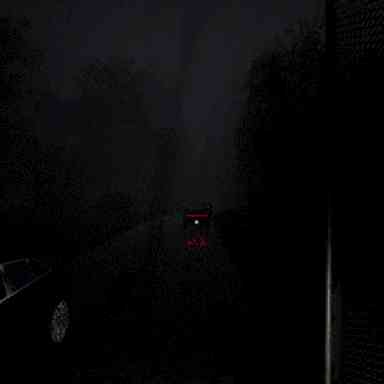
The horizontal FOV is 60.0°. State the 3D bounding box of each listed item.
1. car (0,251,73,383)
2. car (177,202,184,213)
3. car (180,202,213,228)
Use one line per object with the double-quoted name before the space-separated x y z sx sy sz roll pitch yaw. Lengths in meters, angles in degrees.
"car" -2.844 1.508 3.531 2.128 1.511 4.902 0 0 0
"car" -0.869 2.100 46.137 1.882 1.535 5.008 0 -2 7
"car" 0.391 1.735 24.286 1.837 1.490 4.892 0 0 2
